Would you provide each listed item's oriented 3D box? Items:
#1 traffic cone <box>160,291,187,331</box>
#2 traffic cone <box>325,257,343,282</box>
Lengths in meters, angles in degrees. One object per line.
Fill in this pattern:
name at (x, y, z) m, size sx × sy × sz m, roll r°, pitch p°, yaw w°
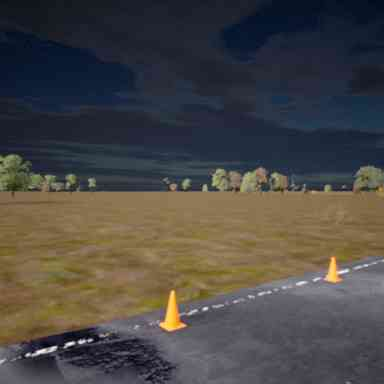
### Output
traffic cone at (-0.319, 1.966, 5.621) m, size 0.340 × 0.580 × 0.340 m, roll 0°, pitch 0°, yaw -36°
traffic cone at (3.651, 1.972, 8.582) m, size 0.340 × 0.580 × 0.340 m, roll 0°, pitch 0°, yaw -37°
